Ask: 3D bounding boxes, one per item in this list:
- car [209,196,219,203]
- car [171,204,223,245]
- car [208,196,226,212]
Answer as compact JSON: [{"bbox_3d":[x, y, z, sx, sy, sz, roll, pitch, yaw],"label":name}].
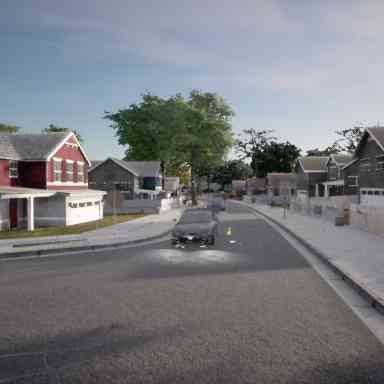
[{"bbox_3d":[4.293,1.478,65.979,1.812,1.442,4.674,0,0,1],"label":"car"},{"bbox_3d":[0.264,1.565,15.609,1.837,1.490,4.892,0,0,8],"label":"car"},{"bbox_3d":[3.003,1.404,40.430,2.097,1.767,4.553,0,0,5],"label":"car"}]
